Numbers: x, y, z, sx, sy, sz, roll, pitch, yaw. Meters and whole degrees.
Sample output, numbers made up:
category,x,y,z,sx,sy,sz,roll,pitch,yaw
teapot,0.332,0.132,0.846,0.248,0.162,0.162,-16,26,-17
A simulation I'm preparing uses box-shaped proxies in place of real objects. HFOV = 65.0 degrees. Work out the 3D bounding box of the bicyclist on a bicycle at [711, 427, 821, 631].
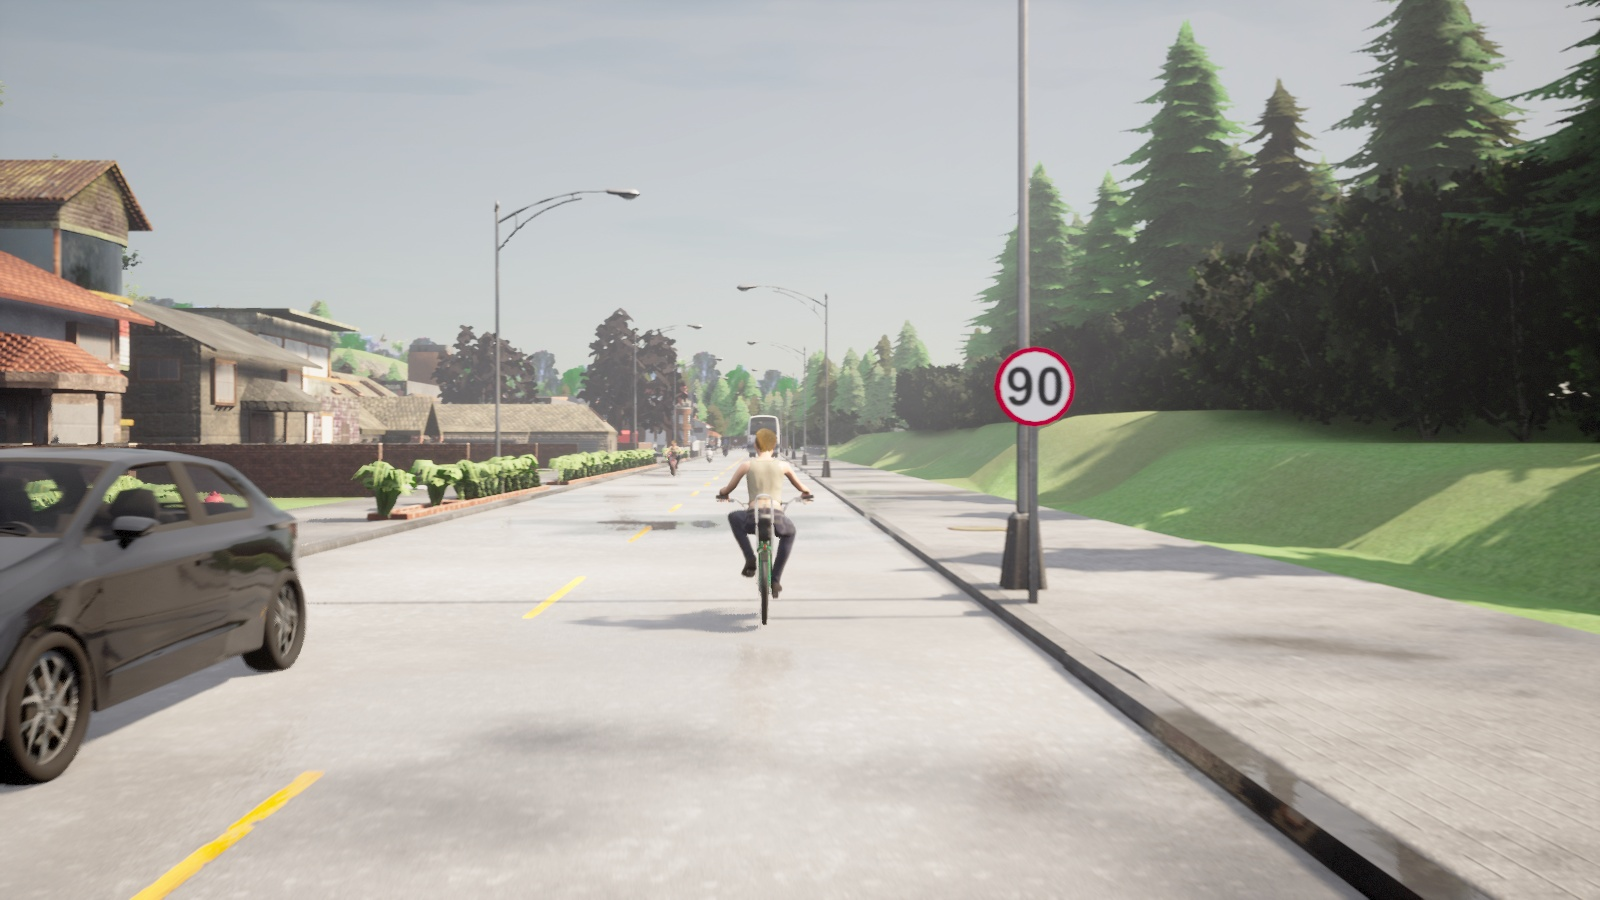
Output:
category,x,y,z,sx,sy,sz,roll,pitch,yaw
bicyclist on a bicycle,-0.284,0.622,10.678,0.866,1.612,1.509,0,0,-1

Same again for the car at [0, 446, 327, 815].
category,x,y,z,sx,sy,sz,roll,pitch,yaw
car,-4.170,0.720,6.682,1.816,1.474,4.193,0,0,-2
